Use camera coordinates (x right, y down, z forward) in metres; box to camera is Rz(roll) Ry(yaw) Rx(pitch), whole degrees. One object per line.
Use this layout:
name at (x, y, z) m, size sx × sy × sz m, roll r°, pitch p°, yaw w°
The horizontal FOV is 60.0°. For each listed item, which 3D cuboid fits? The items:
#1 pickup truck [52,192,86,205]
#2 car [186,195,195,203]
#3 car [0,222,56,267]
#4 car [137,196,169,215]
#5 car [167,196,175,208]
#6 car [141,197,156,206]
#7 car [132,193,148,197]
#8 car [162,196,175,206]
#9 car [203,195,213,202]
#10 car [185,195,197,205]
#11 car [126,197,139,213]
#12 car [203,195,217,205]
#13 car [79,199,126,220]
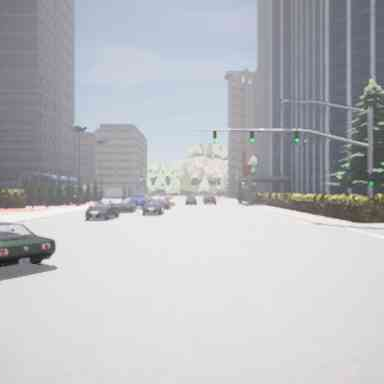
pickup truck at (-20.368, 1.053, 54.768) m, size 2.390 × 2.098 × 6.274 m, roll 0°, pitch 0°, yaw 30°
car at (-0.254, 1.477, 70.081) m, size 1.837 × 1.490 × 4.892 m, roll 0°, pitch 0°, yaw 0°
car at (-6.413, 1.601, 10.413) m, size 4.718 × 1.301 × 1.895 m, roll 0°, pitch 0°, yaw 35°
car at (-3.827, 1.483, 33.441) m, size 2.128 × 1.511 × 4.902 m, roll 0°, pitch 0°, yaw 0°
car at (-3.801, 1.479, 43.697) m, size 2.128 × 1.511 × 4.902 m, roll 0°, pitch 0°, yaw 0°
car at (-7.248, 1.550, 56.206) m, size 1.994 × 1.385 × 4.181 m, roll 0°, pitch 0°, yaw 0°
car at (-7.282, 1.211, 46.223) m, size 2.150 × 2.045 × 5.566 m, roll 0°, pitch 0°, yaw 1°
car at (-3.747, 1.462, 54.006) m, size 1.882 × 1.535 × 5.008 m, roll 0°, pitch 0°, yaw 0°
car at (3.246, 1.362, 70.135) m, size 1.882 × 1.535 × 5.008 m, roll 0°, pitch 0°, yaw 0°
car at (-0.145, 1.545, 57.700) m, size 1.994 × 1.385 × 4.181 m, roll 0°, pitch 0°, yaw 0°
car at (-7.324, 1.556, 36.740) m, size 1.994 × 1.385 × 4.181 m, roll 0°, pitch 0°, yaw 0°
car at (3.251, 1.331, 59.854) m, size 2.097 × 1.767 × 4.553 m, roll 0°, pitch 0°, yaw 0°
car at (-7.387, 1.487, 27.829) m, size 2.128 × 1.511 × 4.902 m, roll 0°, pitch 0°, yaw 2°
